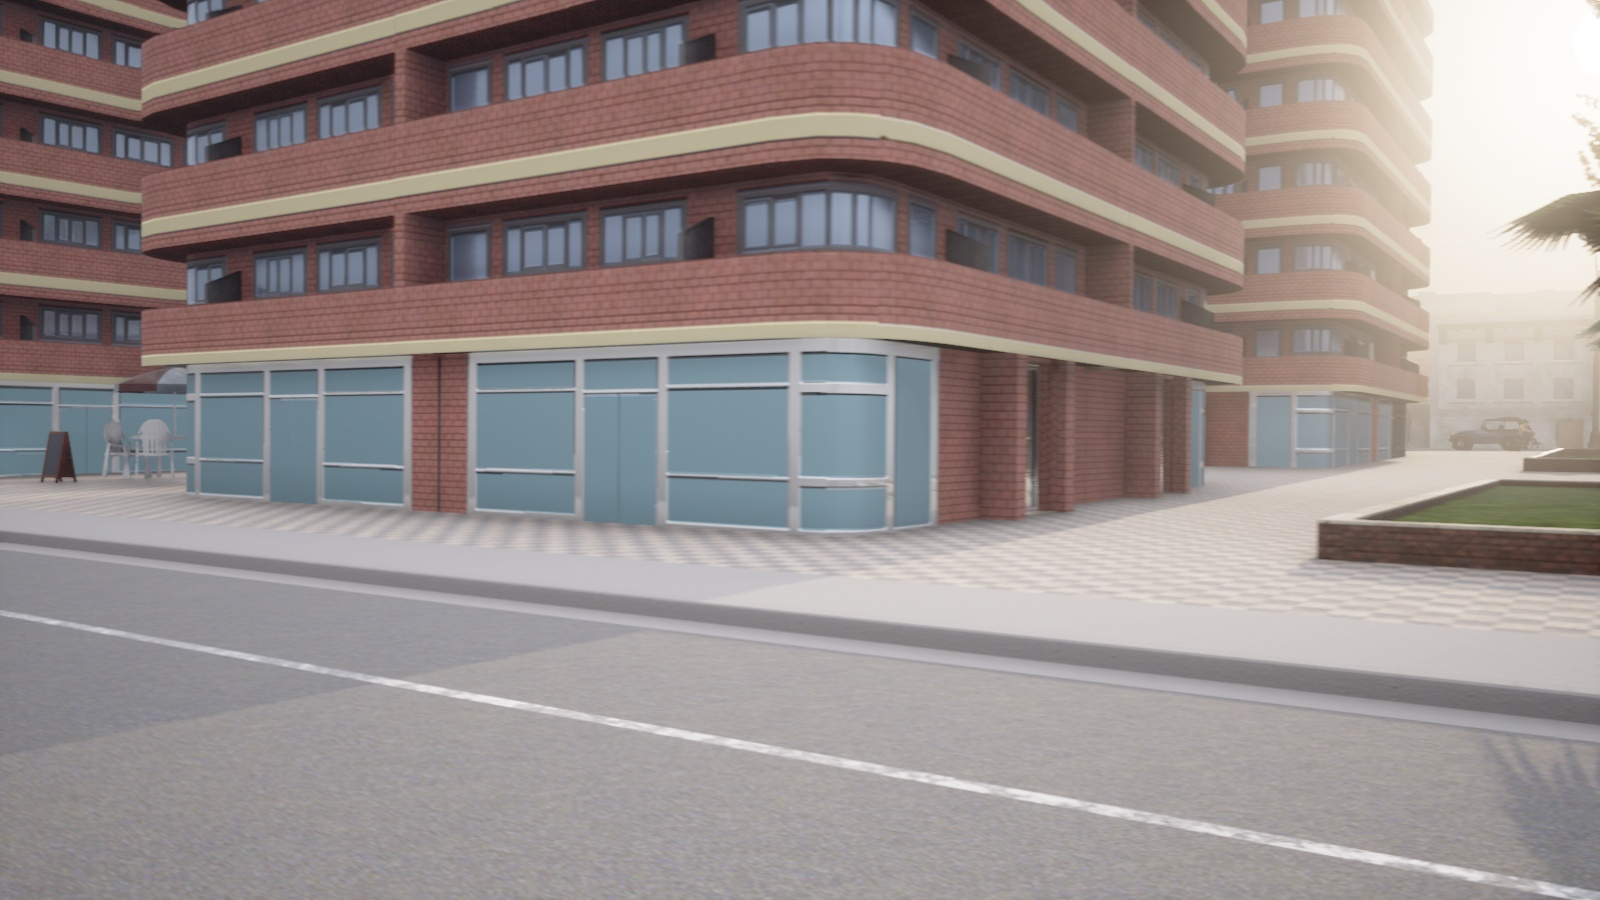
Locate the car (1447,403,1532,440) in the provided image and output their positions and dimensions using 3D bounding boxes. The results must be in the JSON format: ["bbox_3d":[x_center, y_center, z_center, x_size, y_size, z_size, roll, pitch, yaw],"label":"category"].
[{"bbox_3d":[37.572,-1.526,68.426,3.866,1.878,1.905,-1,0,34],"label":"car"}]
